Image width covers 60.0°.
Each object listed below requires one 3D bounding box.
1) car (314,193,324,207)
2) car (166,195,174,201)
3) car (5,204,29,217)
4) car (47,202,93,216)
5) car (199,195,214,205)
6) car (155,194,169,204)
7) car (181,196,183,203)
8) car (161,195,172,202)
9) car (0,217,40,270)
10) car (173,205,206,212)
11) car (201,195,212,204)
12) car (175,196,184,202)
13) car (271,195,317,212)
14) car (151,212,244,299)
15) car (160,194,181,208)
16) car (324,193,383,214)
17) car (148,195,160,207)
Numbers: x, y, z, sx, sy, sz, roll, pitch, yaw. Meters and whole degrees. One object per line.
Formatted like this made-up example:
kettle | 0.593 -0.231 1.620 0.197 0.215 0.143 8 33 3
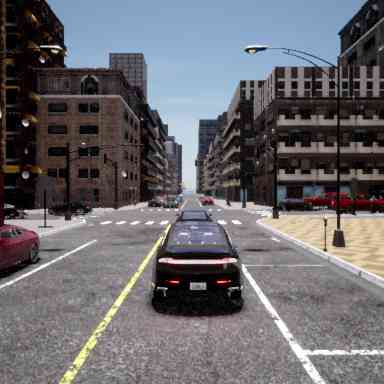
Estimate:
car | 14.595 1.015 37.552 5.009 1.841 2.192 -1 1 0
car | -5.609 1.481 85.351 1.967 1.590 4.097 0 0 0
car | -18.140 1.806 31.524 4.902 1.511 2.128 -1 0 0
car | -12.732 1.735 34.781 4.674 1.442 1.812 -1 0 0
car | 2.744 1.458 56.932 1.967 1.590 4.097 0 0 0
car | -5.631 1.337 62.620 2.192 1.841 5.009 0 0 0
car | -3.024 1.620 58.136 1.895 1.301 4.718 0 0 0
car | -5.620 1.470 73.985 1.967 1.590 4.097 0 0 0
car | -5.732 1.582 9.232 1.802 1.307 4.206 0 0 0
car | 0.115 1.565 17.054 1.994 1.385 4.181 0 0 0
car | 2.750 1.462 62.614 1.967 1.590 4.097 0 0 0
car | -2.924 1.572 79.072 2.033 1.411 5.357 0 0 0
car | 10.522 1.344 35.175 4.181 1.385 1.994 -1 0 4
car | 0.110 1.491 8.439 2.128 1.511 4.902 0 0 0
car | -3.019 1.365 48.203 2.097 1.767 4.553 0 0 0
car | 14.722 1.029 29.173 5.009 1.841 2.192 -1 1 0
car | -5.641 1.581 51.255 1.947 1.339 4.313 0 0 0
